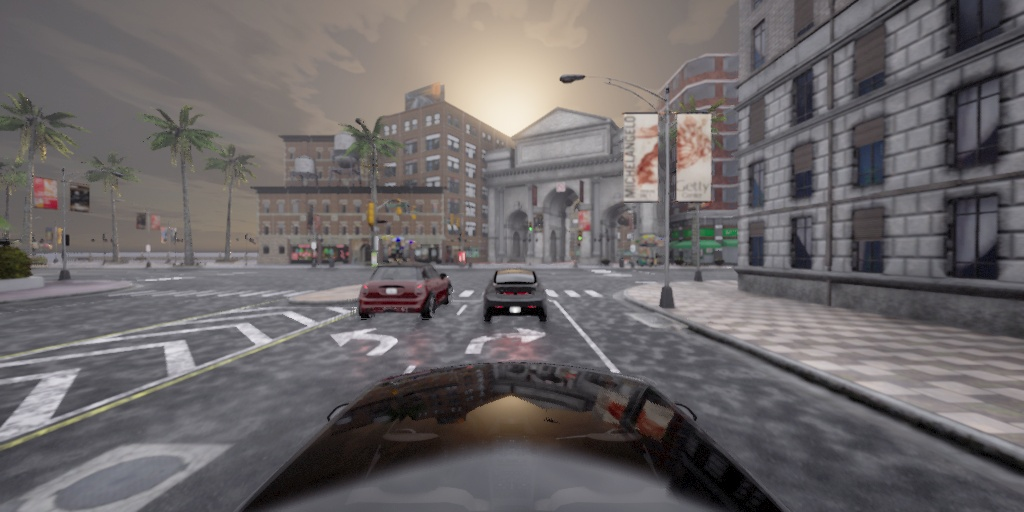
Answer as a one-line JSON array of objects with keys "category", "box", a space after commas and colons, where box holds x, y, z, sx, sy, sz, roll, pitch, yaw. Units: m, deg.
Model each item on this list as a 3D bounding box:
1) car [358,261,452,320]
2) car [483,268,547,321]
[{"category": "car", "box": [-3.413, 0.990, 12.298, 2.097, 1.767, 4.553, 0, 1, 0]}, {"category": "car", "box": [0.101, 1.147, 11.893, 1.837, 1.490, 4.892, 0, 1, 0]}]
